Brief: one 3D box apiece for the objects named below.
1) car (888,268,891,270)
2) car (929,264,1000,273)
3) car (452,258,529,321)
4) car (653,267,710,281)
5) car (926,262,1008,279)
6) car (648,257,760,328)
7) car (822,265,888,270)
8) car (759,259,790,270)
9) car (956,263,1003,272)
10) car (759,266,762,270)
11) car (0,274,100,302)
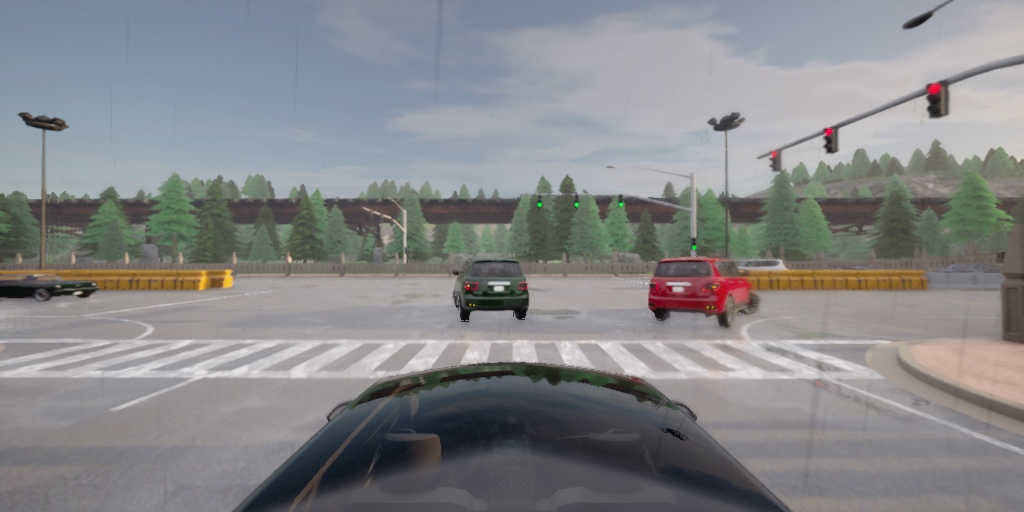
[{"bbox_3d":[31.339,1.620,31.689,5.357,1.411,2.033,0,-1,0],"label":"car"},{"bbox_3d":[34.707,1.586,28.172,4.181,1.385,1.994,0,-1,0],"label":"car"},{"bbox_3d":[-0.945,1.095,13.255,2.150,2.045,5.566,1,-1,-12],"label":"car"},{"bbox_3d":[16.550,1.712,35.230,4.718,1.301,1.895,0,-1,0],"label":"car"},{"bbox_3d":[44.470,1.386,35.143,5.357,1.411,2.033,-3,-1,0],"label":"car"},{"bbox_3d":[6.603,1.084,12.278,2.150,2.045,5.566,-3,-3,43],"label":"car"},{"bbox_3d":[25.794,1.527,28.194,4.902,1.511,2.128,0,-1,0],"label":"car"},{"bbox_3d":[21.100,1.295,31.714,5.566,2.045,2.150,0,-1,0],"label":"car"},{"bbox_3d":[41.718,1.403,31.665,4.902,1.511,2.128,-2,-1,0],"label":"car"},{"bbox_3d":[16.467,1.637,28.202,4.718,1.301,1.895,0,-1,-1],"label":"car"},{"bbox_3d":[-23.621,1.525,17.722,4.718,1.301,1.895,0,-1,0],"label":"car"}]
